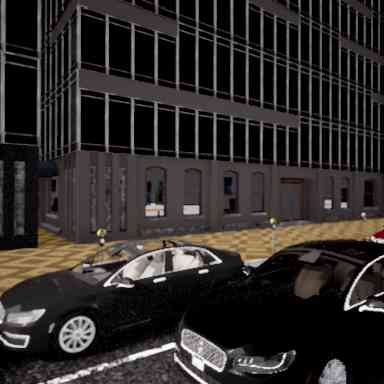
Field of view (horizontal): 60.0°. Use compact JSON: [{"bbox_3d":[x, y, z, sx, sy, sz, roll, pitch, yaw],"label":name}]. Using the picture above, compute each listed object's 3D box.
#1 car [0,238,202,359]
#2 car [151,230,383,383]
[{"bbox_3d":[-0.926,1.562,5.899,4.403,1.369,2.008,0,0,-35],"label":"car"},{"bbox_3d":[2.041,1.523,4.832,4.892,1.490,1.837,0,0,-35],"label":"car"}]
